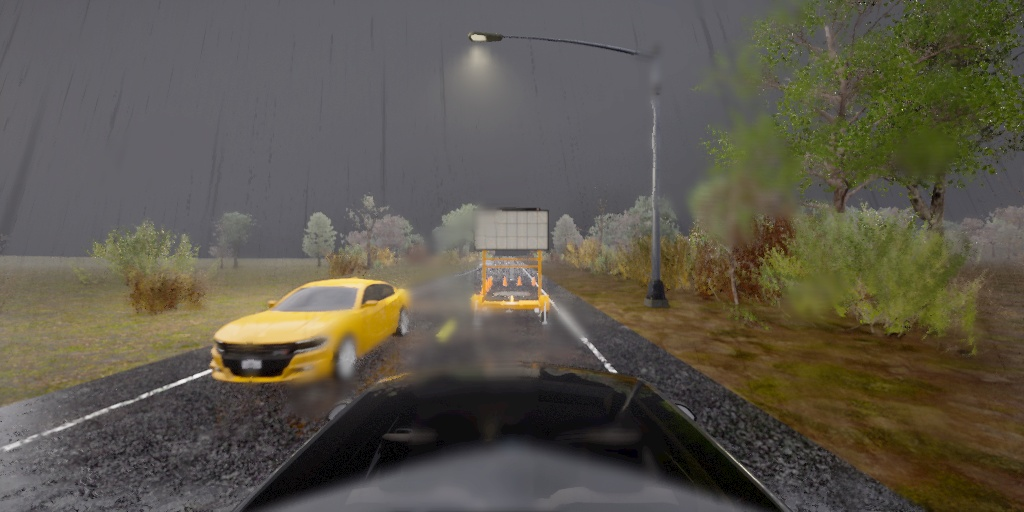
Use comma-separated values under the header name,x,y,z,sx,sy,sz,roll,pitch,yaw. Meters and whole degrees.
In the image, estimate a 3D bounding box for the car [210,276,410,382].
name,x,y,z,sx,sy,sz,roll,pitch,yaw
car,-3.600,1.234,7.463,1.882,1.535,5.008,0,0,0

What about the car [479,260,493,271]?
name,x,y,z,sx,sy,sz,roll,pitch,yaw
car,-3.587,1.291,50.020,1.812,1.442,4.674,0,0,0

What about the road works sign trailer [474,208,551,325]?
name,x,y,z,sx,sy,sz,roll,pitch,yaw
road works sign trailer,0.001,0.224,11.849,2.380,3.560,2.880,0,0,0
